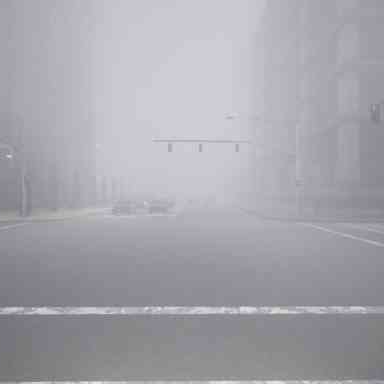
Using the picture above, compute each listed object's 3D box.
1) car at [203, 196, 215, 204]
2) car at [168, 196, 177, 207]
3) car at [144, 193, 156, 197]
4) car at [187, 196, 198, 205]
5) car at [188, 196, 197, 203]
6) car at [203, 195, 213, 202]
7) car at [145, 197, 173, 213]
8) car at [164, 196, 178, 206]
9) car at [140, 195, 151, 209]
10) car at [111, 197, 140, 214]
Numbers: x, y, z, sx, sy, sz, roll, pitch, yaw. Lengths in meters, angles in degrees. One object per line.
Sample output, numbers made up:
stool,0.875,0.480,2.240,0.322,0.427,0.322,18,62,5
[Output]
car,3.521,1.492,64.594,2.128,1.511,4.902,0,0,0
car,-3.584,1.478,46.703,1.882,1.535,5.008,0,0,0
car,-7.070,1.221,54.657,2.150,2.045,5.566,0,0,0
car,0.121,1.478,60.888,1.882,1.535,5.008,0,0,0
car,0.123,1.564,69.868,1.994,1.385,4.181,0,0,0
car,3.524,1.508,73.669,1.812,1.442,4.674,0,0,0
car,-3.588,1.547,37.057,2.033,1.411,5.357,0,0,0
car,-3.565,1.492,57.066,2.128,1.511,4.902,0,0,0
car,-7.083,1.505,44.293,1.837,1.490,4.892,0,0,0
car,-7.089,1.505,34.889,1.837,1.490,4.892,0,0,0
